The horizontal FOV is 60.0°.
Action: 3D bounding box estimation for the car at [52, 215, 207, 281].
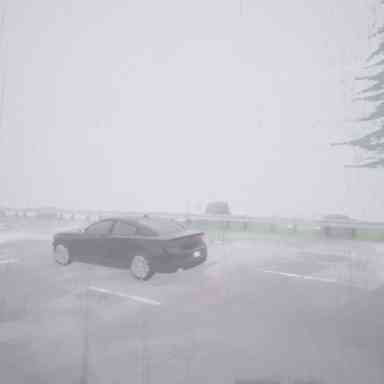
[{"bbox_3d":[-1.960,1.392,9.613,5.008,1.535,1.882,0,0,33],"label":"car"}]
